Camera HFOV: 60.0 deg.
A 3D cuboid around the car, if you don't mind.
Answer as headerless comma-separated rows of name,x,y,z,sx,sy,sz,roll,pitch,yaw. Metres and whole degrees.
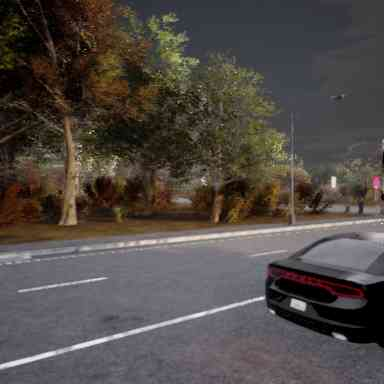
car,3.566,1.497,6.298,5.008,1.535,1.882,0,0,-36
